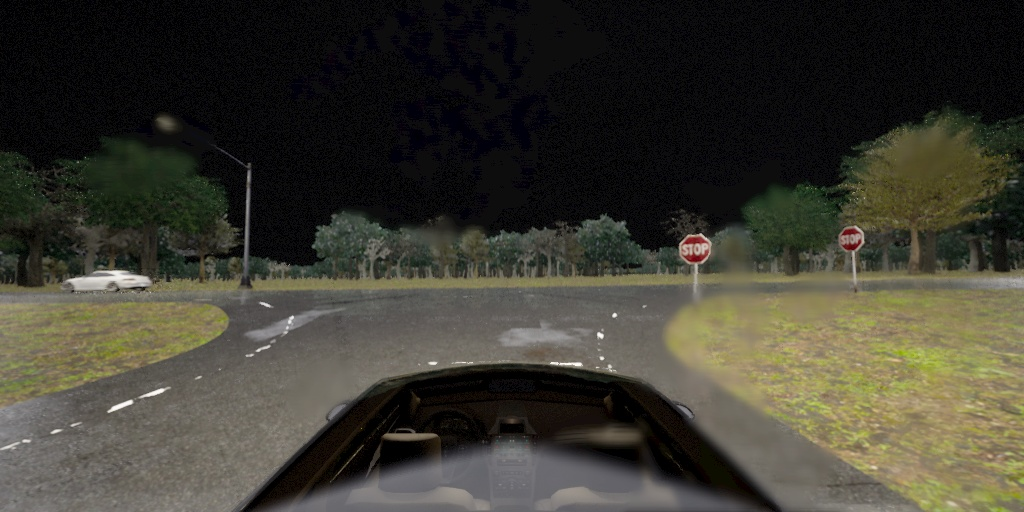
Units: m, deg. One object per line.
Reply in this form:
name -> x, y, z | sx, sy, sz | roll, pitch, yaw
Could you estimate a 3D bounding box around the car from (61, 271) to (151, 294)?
car -> -26.513, 1.703, 23.561 | 4.674, 1.442, 1.812 | -1, -3, 1
